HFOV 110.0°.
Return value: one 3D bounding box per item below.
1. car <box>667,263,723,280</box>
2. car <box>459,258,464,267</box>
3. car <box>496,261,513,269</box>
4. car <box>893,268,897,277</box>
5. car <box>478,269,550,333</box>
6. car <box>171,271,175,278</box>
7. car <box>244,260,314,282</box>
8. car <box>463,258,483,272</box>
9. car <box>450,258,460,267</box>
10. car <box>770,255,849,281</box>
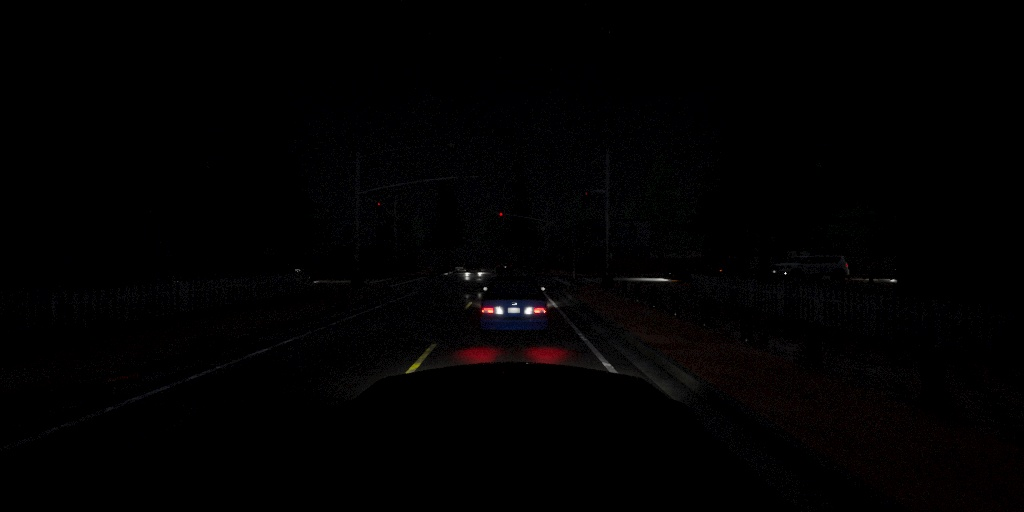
[{"bbox_3d":[15.314,1.299,30.171,4.181,1.385,1.994,0,0,2],"label":"car"},{"bbox_3d":[-6.316,1.263,54.340,2.033,1.411,5.357,0,0,-14],"label":"car"},{"bbox_3d":[-0.947,1.279,44.691,1.994,1.385,4.181,0,0,-4],"label":"car"},{"bbox_3d":[34.525,1.087,29.584,4.553,1.767,2.097,0,0,2],"label":"car"},{"bbox_3d":[0.062,1.297,10.754,2.033,1.411,5.357,0,0,0],"label":"car"},{"bbox_3d":[-28.807,1.299,27.753,4.181,1.385,1.994,0,0,1],"label":"car"},{"bbox_3d":[-17.718,1.087,27.434,4.553,1.767,2.097,0,0,2],"label":"car"},{"bbox_3d":[-4.779,1.220,44.682,1.837,1.490,4.892,0,0,-6],"label":"car"},{"bbox_3d":[-9.701,1.263,64.372,2.033,1.411,5.357,0,0,-23],"label":"car"},{"bbox_3d":[24.679,0.956,29.892,5.566,2.045,2.150,0,0,1],"label":"car"}]
